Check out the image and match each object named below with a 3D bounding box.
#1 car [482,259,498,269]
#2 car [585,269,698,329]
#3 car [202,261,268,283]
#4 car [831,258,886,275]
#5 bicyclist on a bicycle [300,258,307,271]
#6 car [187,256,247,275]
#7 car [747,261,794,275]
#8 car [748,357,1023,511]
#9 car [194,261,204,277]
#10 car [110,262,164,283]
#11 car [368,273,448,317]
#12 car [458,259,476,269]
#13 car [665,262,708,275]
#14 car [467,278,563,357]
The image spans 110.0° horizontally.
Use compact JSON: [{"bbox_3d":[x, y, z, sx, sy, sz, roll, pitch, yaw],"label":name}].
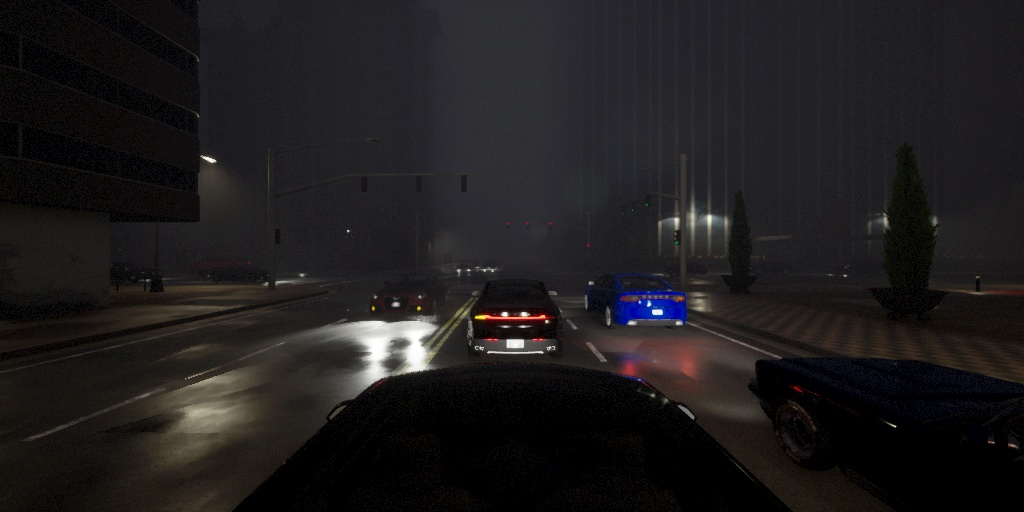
[{"bbox_3d":[-3.600,1.314,57.160,1.994,1.385,4.181,0,0,0],"label":"car"},{"bbox_3d":[3.573,1.228,11.244,1.882,1.535,5.008,0,0,0],"label":"car"},{"bbox_3d":[-20.670,1.314,27.504,4.181,1.385,1.994,0,0,-1],"label":"car"},{"bbox_3d":[37.385,1.102,38.787,4.553,1.767,2.097,0,0,0],"label":"car"},{"bbox_3d":[-26.427,1.051,45.427,0.582,1.620,1.656,0,0,-1],"label":"bicyclist on a bicycle"},{"bbox_3d":[-31.056,0.971,38.072,5.566,2.045,2.150,0,0,0],"label":"car"},{"bbox_3d":[27.552,1.255,38.697,4.892,1.490,1.837,0,0,-1],"label":"car"},{"bbox_3d":[3.601,1.351,1.899,1.895,1.301,4.718,0,0,0],"label":"car"},{"bbox_3d":[-24.027,1.351,30.970,4.718,1.301,1.895,0,0,-1],"label":"car"},{"bbox_3d":[-29.607,1.241,27.418,4.902,1.511,2.128,0,0,0],"label":"car"},{"bbox_3d":[-3.602,1.314,13.130,1.994,1.385,4.181,0,0,0],"label":"car"},{"bbox_3d":[-7.100,1.275,55.289,1.812,1.442,4.674,0,0,0],"label":"car"},{"bbox_3d":[18.700,1.314,38.606,4.181,1.385,1.994,0,0,-1],"label":"car"},{"bbox_3d":[0.060,1.255,8.555,1.837,1.490,4.892,0,0,0],"label":"car"}]
